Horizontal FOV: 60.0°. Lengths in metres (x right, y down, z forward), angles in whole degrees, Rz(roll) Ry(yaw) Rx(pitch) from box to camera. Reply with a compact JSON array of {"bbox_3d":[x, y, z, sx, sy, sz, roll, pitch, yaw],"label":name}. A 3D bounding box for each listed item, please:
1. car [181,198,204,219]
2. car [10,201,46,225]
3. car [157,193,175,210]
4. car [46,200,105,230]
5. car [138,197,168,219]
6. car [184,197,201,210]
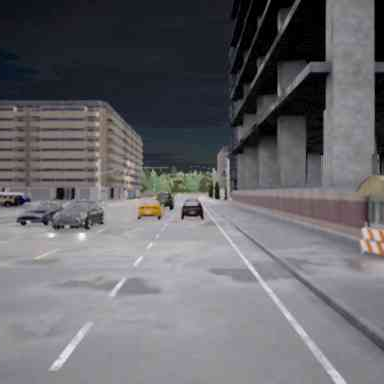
[{"bbox_3d":[0.037,1.470,28.822,1.882,1.535,5.008,0,0,0],"label":"car"},{"bbox_3d":[-10.506,1.542,24.044,2.033,1.411,5.357,0,0,0],"label":"car"},{"bbox_3d":[-3.448,1.209,43.208,2.150,2.045,5.566,0,0,1],"label":"car"},{"bbox_3d":[-6.996,1.351,20.909,2.097,1.767,4.553,0,0,0],"label":"car"},{"bbox_3d":[-3.460,1.471,28.772,1.882,1.535,5.008,0,0,0],"label":"car"},{"bbox_3d":[0.064,1.480,44.300,2.128,1.511,4.902,0,0,0],"label":"car"}]
